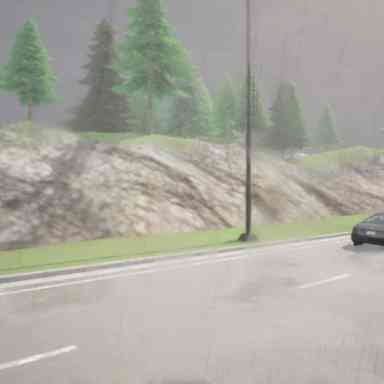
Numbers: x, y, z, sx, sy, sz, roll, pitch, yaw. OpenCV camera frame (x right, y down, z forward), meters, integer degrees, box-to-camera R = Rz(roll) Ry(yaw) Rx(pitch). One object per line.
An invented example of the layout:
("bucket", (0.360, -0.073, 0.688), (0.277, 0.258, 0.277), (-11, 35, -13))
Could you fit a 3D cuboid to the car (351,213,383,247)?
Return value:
("car", (8.662, 1.579, 14.227), (4.181, 1.385, 1.994), (0, 0, -35))
